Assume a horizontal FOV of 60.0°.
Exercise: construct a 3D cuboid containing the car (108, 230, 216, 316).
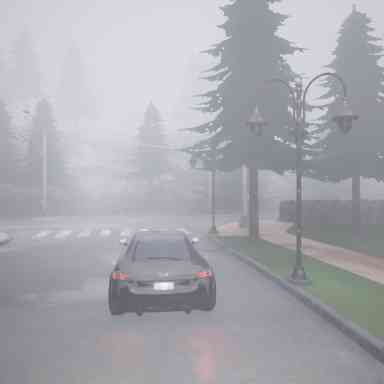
[{"bbox_3d":[-0.724,1.564,7.631,1.994,1.385,4.181,0,0,-7],"label":"car"}]
